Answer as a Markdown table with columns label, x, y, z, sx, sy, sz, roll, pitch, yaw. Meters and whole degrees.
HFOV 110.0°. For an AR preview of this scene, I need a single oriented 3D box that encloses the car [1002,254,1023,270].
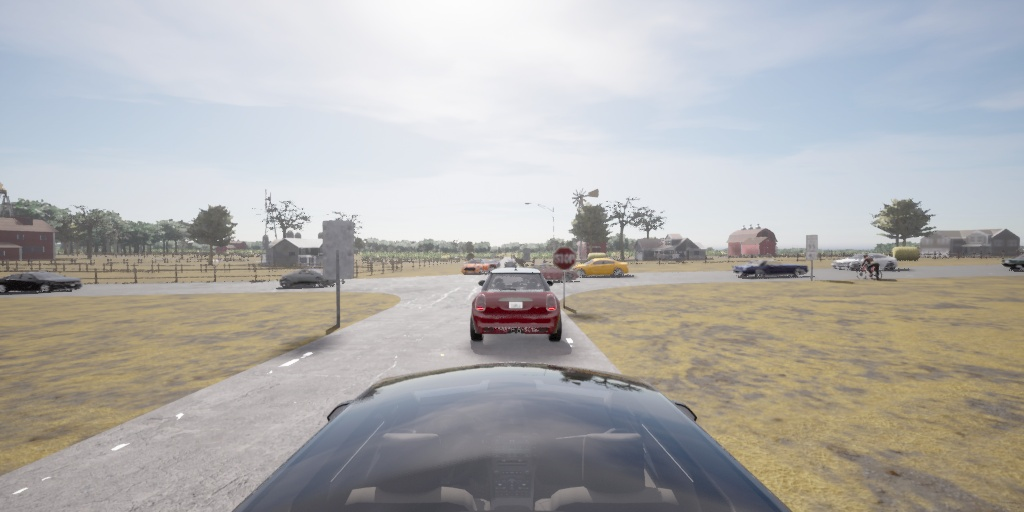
| label | x | y | z | sx | sy | sz | roll | pitch | yaw |
| --- | --- | --- | --- | --- | --- | --- | --- | --- | --- |
| car | 40.217 | 0.428 | 26.877 | 4.718 | 1.301 | 1.895 | -1 | 1 | 0 |

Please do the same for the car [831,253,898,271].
| label | x | y | z | sx | sy | sz | roll | pitch | yaw |
| --- | --- | --- | --- | --- | --- | --- | --- | --- | --- |
| car | 30.005 | 0.512 | 30.533 | 4.674 | 1.442 | 1.812 | -1 | 1 | 0 |

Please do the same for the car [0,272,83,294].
| label | x | y | z | sx | sy | sz | roll | pitch | yaw |
| --- | --- | --- | --- | --- | --- | --- | --- | --- | --- |
| car | -35.050 | 1.916 | 26.575 | 5.008 | 1.535 | 1.882 | -1 | 1 | 0 |

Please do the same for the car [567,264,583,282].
| label | x | y | z | sx | sy | sz | roll | pitch | yaw |
| --- | --- | --- | --- | --- | --- | --- | --- | --- | --- |
| car | 2.819 | 1.217 | 26.742 | 4.181 | 1.385 | 1.994 | -1 | 1 | 0 |

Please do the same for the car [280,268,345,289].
| label | x | y | z | sx | sy | sz | roll | pitch | yaw |
| --- | --- | --- | --- | --- | --- | --- | --- | --- | --- |
| car | -14.790 | 1.610 | 26.657 | 4.181 | 1.385 | 1.994 | -1 | 1 | 0 |

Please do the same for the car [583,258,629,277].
| label | x | y | z | sx | sy | sz | roll | pitch | yaw |
| --- | --- | --- | --- | --- | --- | --- | --- | --- | --- |
| car | 7.281 | 0.982 | 30.443 | 5.008 | 1.535 | 1.882 | -1 | 1 | 0 |

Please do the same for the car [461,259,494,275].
| label | x | y | z | sx | sy | sz | roll | pitch | yaw |
| --- | --- | --- | --- | --- | --- | --- | --- | --- | --- |
| car | -3.913 | 1.105 | 39.330 | 2.097 | 1.767 | 4.553 | 0 | 0 | 12 |

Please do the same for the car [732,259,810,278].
| label | x | y | z | sx | sy | sz | roll | pitch | yaw |
| --- | --- | --- | --- | --- | --- | --- | --- | --- | --- |
| car | 19.267 | 0.911 | 26.793 | 4.718 | 1.301 | 1.895 | -1 | 1 | 0 |

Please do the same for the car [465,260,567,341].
| label | x | y | z | sx | sy | sz | roll | pitch | yaw |
| --- | --- | --- | --- | --- | --- | --- | --- | --- | --- |
| car | 0.110 | 1.099 | 10.019 | 2.097 | 1.767 | 4.553 | 0 | 0 | 1 |

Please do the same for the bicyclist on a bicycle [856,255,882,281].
| label | x | y | z | sx | sy | sz | roll | pitch | yaw |
| --- | --- | --- | --- | --- | --- | --- | --- | --- | --- |
| bicyclist on a bicycle | 22.792 | 0.745 | 22.911 | 0.582 | 1.620 | 1.656 | -1 | 0 | 0 |
